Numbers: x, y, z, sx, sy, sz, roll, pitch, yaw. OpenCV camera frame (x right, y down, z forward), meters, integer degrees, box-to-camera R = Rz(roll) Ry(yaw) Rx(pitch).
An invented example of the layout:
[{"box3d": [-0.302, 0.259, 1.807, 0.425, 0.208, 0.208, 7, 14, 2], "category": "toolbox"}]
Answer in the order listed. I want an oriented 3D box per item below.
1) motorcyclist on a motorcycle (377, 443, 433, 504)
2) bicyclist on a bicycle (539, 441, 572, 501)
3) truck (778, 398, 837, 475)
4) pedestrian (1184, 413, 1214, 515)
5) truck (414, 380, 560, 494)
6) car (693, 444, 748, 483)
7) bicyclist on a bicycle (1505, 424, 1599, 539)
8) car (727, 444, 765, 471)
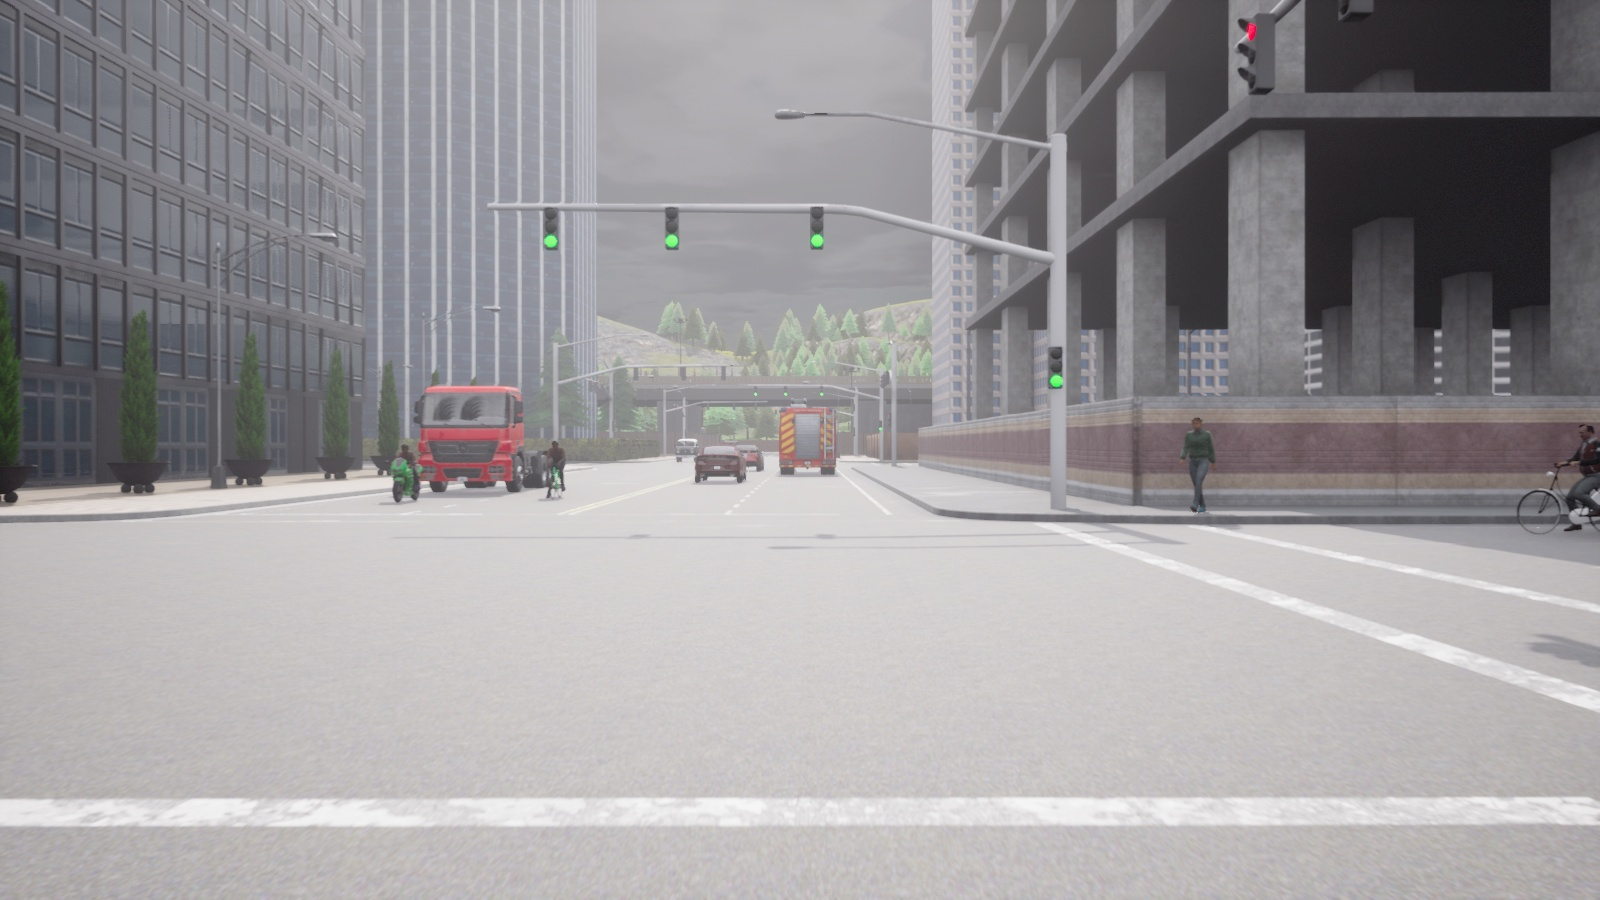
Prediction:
[{"box3d": [-10.297, 0.588, 32.790, 0.797, 1.523, 2.044, 0, 0, 0], "category": "motorcyclist on a motorcycle"}, {"box3d": [-6.785, 0.553, 34.874, 0.582, 1.620, 1.656, 0, 1, 0], "category": "bicyclist on a bicycle"}, {"box3d": [0.395, -0.684, 66.131, 2.891, 3.827, 8.468, 0, 0, 0], "category": "truck"}, {"box3d": [7.324, 0.258, 23.050, 0.353, 1.847, 0.614, 0, 0, 36], "category": "pedestrian"}, {"box3d": [-10.247, -0.413, 42.062, 2.891, 3.462, 7.936, 0, 0, 0], "category": "truck"}, {"box3d": [-3.191, 0.515, 51.218, 1.882, 1.535, 5.008, 0, 0, 0], "category": "car"}, {"box3d": [12.242, 0.492, 19.809, 1.843, 1.776, 0.659, 0, 0, 0], "category": "bicyclist on a bicycle"}, {"box3d": [-3.070, 0.399, 72.430, 2.007, 1.525, 4.514, 0, 0, 0], "category": "car"}]
